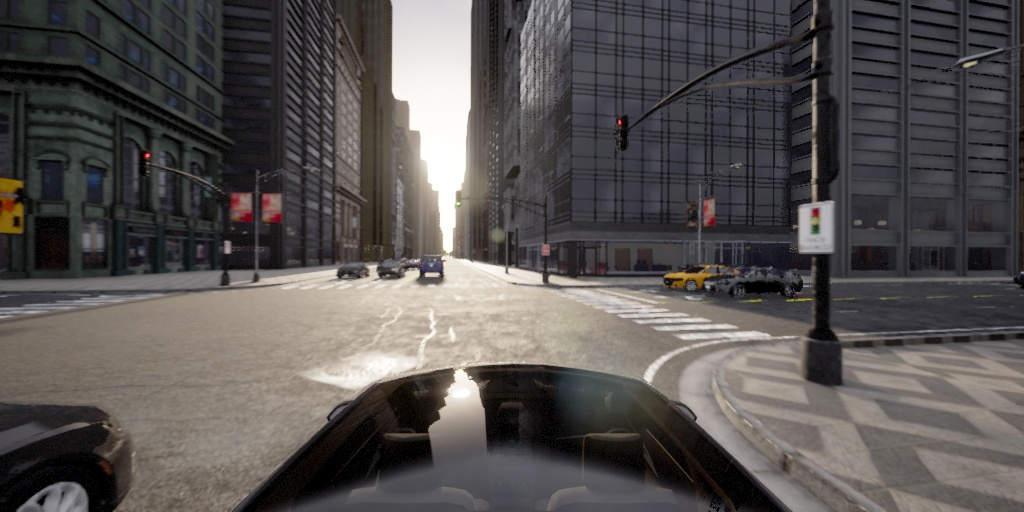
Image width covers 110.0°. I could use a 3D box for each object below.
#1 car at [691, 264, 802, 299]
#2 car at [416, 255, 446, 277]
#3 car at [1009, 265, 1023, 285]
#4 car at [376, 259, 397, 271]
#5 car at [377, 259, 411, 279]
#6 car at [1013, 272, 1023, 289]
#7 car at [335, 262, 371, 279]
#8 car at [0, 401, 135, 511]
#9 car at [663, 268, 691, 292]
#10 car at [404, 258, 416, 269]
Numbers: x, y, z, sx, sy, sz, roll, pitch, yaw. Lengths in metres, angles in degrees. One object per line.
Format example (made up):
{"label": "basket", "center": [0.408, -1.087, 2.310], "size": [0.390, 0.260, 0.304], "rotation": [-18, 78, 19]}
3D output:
{"label": "car", "center": [12.122, 1.288, 18.236], "size": [4.902, 1.511, 2.128], "rotation": [0, 0, -10]}
{"label": "car", "center": [-7.574, 0.927, 34.229], "size": [2.150, 2.045, 5.566], "rotation": [0, 0, -10]}
{"label": "car", "center": [39.874, 1.433, 26.510], "size": [4.674, 1.442, 1.812], "rotation": [0, 0, -10]}
{"label": "car", "center": [-16.798, 1.168, 48.150], "size": [1.837, 1.490, 4.892], "rotation": [0, 0, -10]}
{"label": "car", "center": [-10.742, 1.237, 32.371], "size": [2.033, 1.411, 5.357], "rotation": [0, 0, -10]}
{"label": "car", "center": [34.155, 1.375, 22.203], "size": [4.902, 1.511, 2.128], "rotation": [0, 0, -10]}
{"label": "car", "center": [-13.943, 1.221, 31.812], "size": [2.033, 1.411, 5.357], "rotation": [0, 0, -10]}
{"label": "car", "center": [-3.484, 1.239, 0.529], "size": [1.837, 1.490, 4.892], "rotation": [1, 0, -6]}
{"label": "car", "center": [11.532, 1.273, 21.431], "size": [5.008, 1.535, 1.882], "rotation": [0, 0, -10]}
{"label": "car", "center": [-13.794, 1.279, 49.855], "size": [1.895, 1.301, 4.718], "rotation": [0, 0, -10]}
